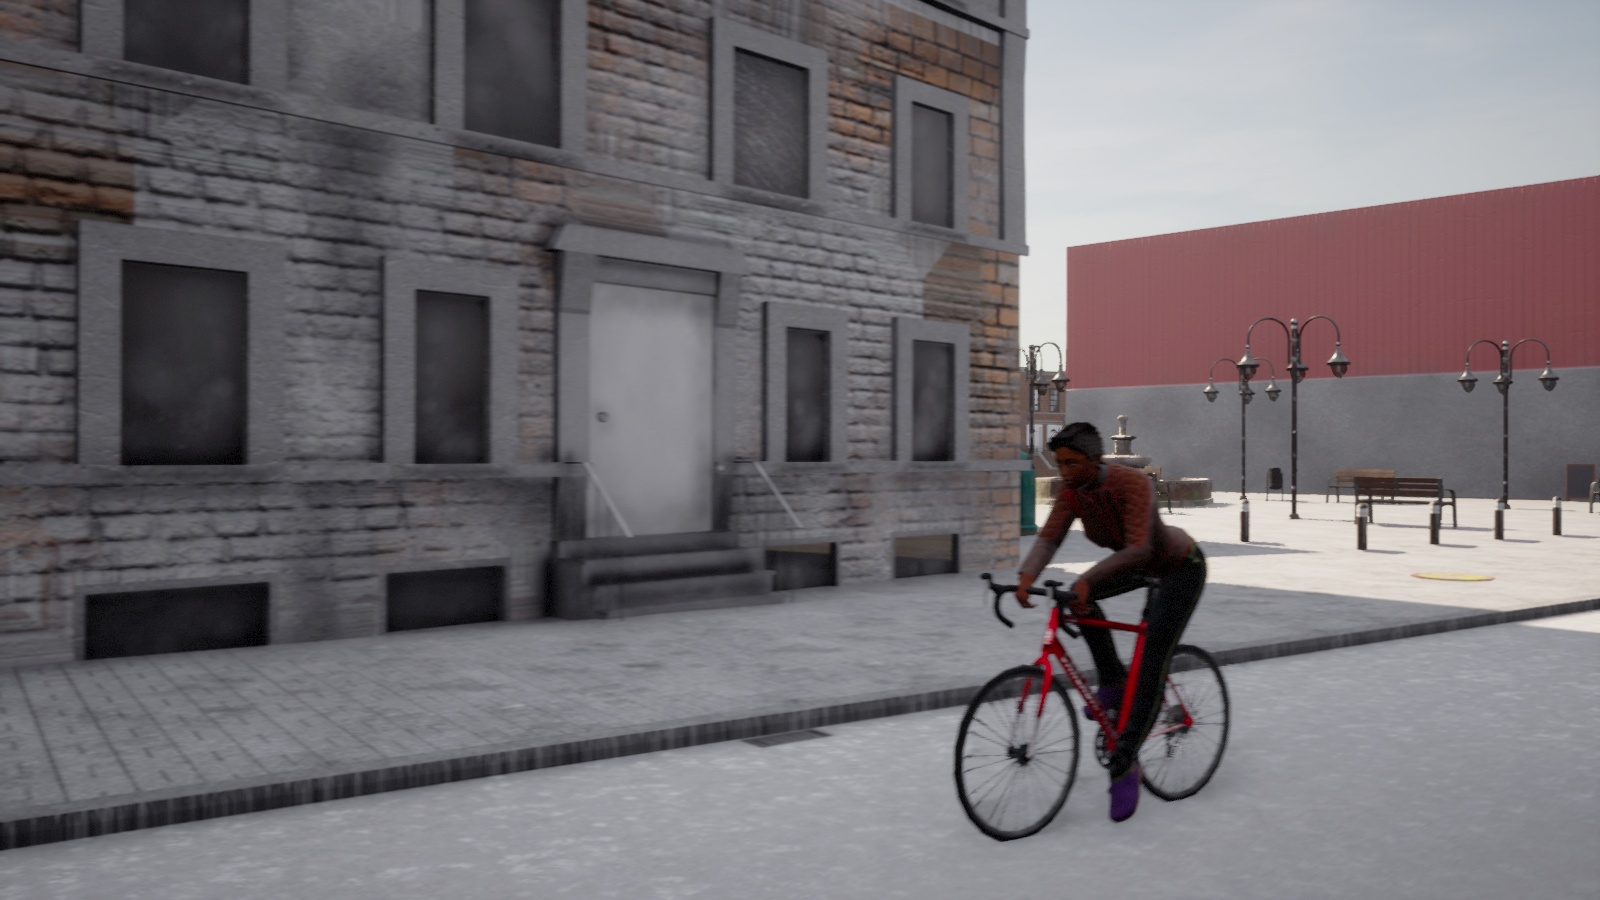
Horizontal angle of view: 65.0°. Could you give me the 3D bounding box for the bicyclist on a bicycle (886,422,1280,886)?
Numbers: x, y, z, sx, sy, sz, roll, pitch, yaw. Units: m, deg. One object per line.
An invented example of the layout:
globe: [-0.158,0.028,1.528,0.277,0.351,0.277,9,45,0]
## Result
bicyclist on a bicycle: [1.185,0.707,5.093,1.656,1.620,0.582,0,0,-35]
